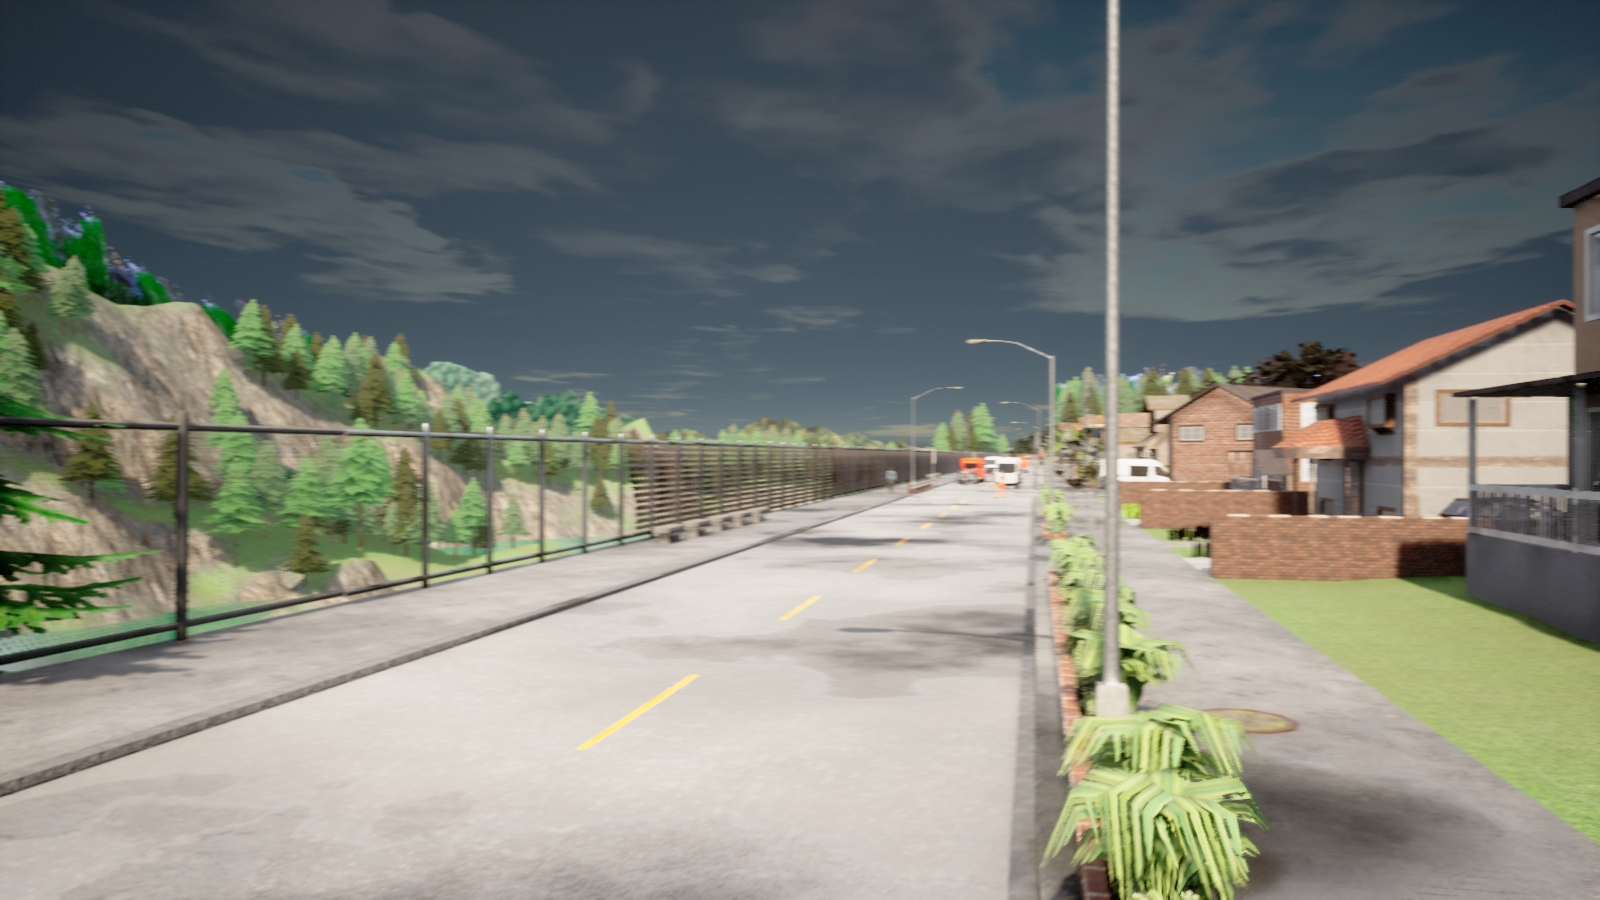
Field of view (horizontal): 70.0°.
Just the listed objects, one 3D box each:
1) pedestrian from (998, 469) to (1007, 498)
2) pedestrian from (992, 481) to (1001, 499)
[{"bbox_3d":[13.093,2.174,73.869,0.375,1.860,0.375,0,0,43],"label":"pedestrian"},{"bbox_3d":[12.568,2.550,73.161,0.500,1.100,0.500,0,0,15],"label":"pedestrian"}]
